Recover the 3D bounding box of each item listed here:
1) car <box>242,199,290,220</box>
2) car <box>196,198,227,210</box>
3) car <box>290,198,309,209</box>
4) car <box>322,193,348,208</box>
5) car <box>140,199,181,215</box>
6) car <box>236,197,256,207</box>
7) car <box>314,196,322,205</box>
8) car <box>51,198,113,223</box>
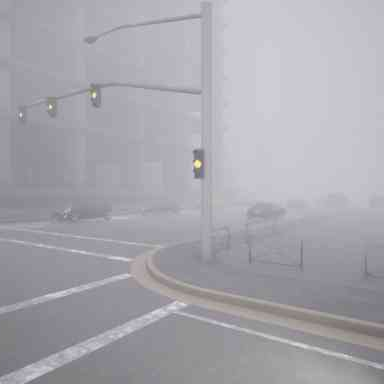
[{"bbox_3d":[6.179,1.508,27.370,1.994,1.385,4.181,0,0,35],"label":"car"},{"bbox_3d":[2.385,1.422,40.519,1.882,1.535,5.008,0,0,36],"label":"car"},{"bbox_3d":[14.370,1.509,44.995,1.994,1.385,4.181,0,0,35],"label":"car"},{"bbox_3d":[21.213,1.165,48.603,2.150,2.045,5.566,0,0,35],"label":"car"},{"bbox_3d":[-3.065,1.436,32.831,2.128,1.511,4.902,0,0,35],"label":"car"},{"bbox_3d":[8.246,1.470,48.734,1.812,1.442,4.674,0,0,36],"label":"car"},{"bbox_3d":[21.844,1.422,55.548,1.882,1.535,5.008,0,0,35],"label":"car"},{"bbox_3d":[-8.329,1.297,25.407,2.097,1.767,4.553,0,0,36],"label":"car"}]
